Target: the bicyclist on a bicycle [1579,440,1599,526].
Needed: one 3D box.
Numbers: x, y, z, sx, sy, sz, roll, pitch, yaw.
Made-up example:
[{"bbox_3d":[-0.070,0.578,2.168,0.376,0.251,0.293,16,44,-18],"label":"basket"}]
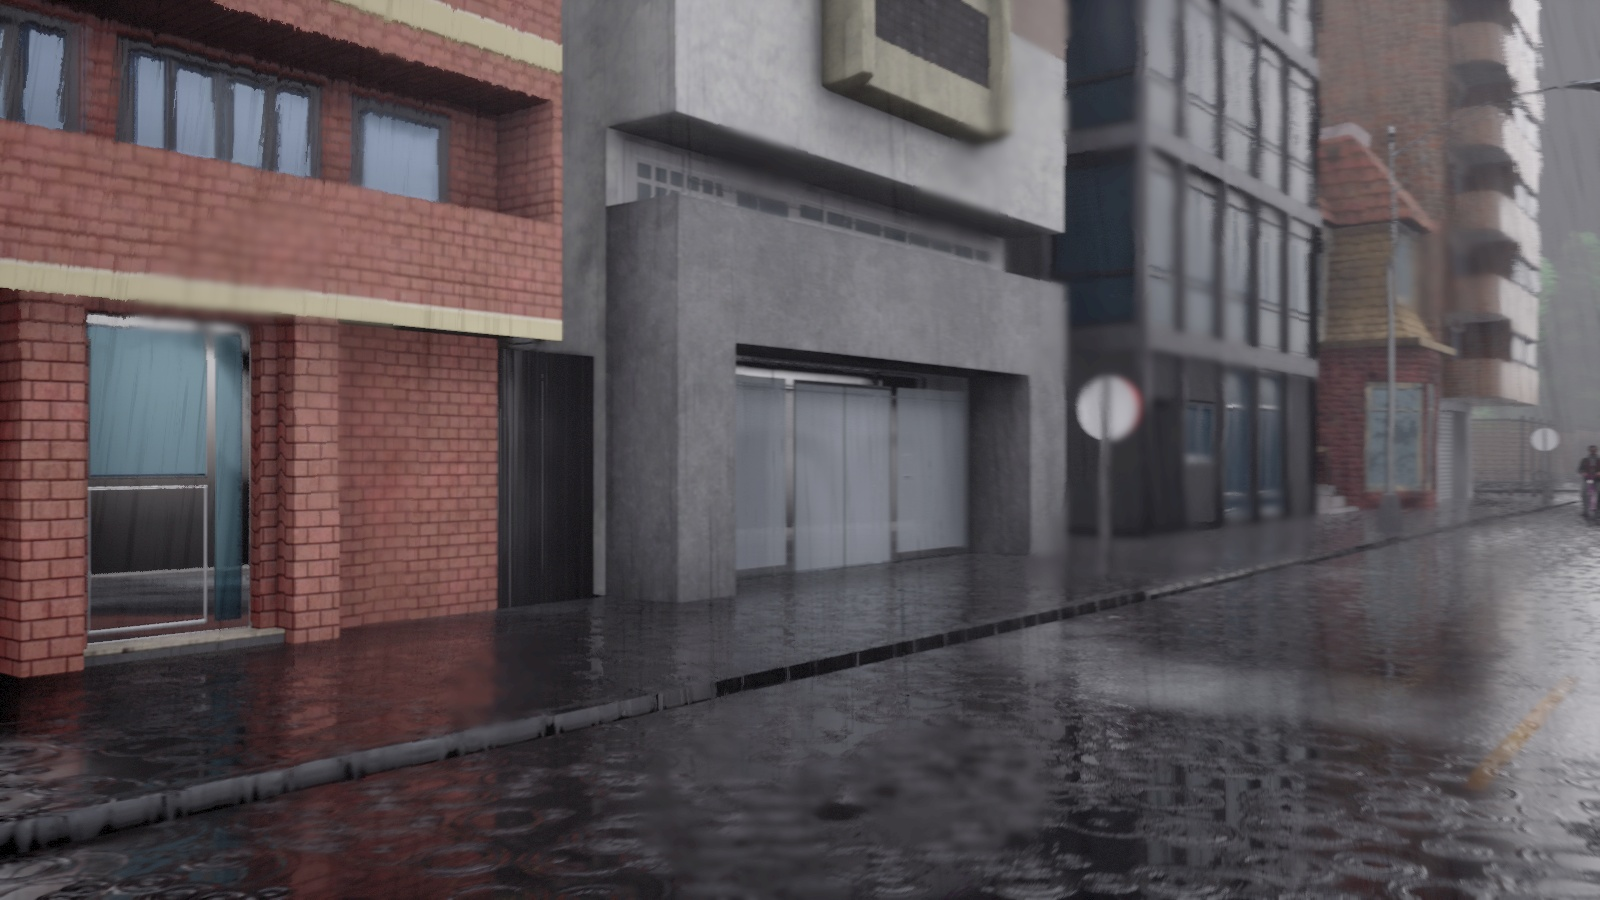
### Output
[{"bbox_3d":[17.151,0.695,26.824,0.659,1.776,1.843,0,-1,38],"label":"bicyclist on a bicycle"}]
